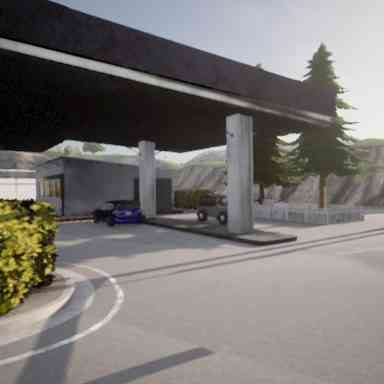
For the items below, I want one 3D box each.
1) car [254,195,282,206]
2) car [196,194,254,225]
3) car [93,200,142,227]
[{"bbox_3d":[7.312,1.052,34.108,1.994,1.385,4.181,-2,1,-33],"label":"car"},{"bbox_3d":[1.940,1.098,22.276,1.905,1.878,3.866,-2,1,-34],"label":"car"},{"bbox_3d":[-5.171,1.383,22.777,2.242,1.667,4.611,-2,1,-34],"label":"car"}]
